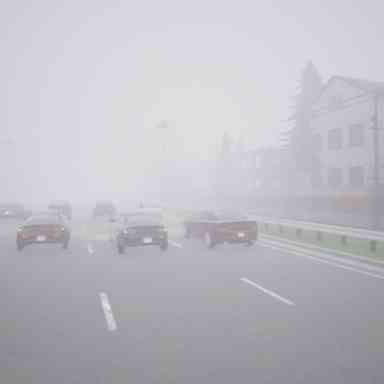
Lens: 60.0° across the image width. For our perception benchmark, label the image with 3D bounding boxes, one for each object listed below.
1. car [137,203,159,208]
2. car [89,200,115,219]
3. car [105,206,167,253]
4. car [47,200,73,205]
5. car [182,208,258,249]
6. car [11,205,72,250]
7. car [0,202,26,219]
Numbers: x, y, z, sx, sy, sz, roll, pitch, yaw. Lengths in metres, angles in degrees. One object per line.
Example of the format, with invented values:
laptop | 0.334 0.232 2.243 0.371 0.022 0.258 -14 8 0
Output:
car | -3.888 1.565 28.446 1.895 1.301 4.718 0 0 -19
car | -7.692 1.469 28.716 1.837 1.490 4.892 0 1 -19
car | -2.311 1.509 13.655 1.812 1.442 4.674 0 0 -20
car | -11.472 1.439 28.909 1.882 1.535 5.008 0 0 -19
car | 1.015 1.460 14.742 1.882 1.535 5.008 0 0 -19
car | -6.223 1.506 14.228 1.812 1.442 4.674 0 0 -19
car | -14.462 1.527 26.867 1.994 1.385 4.181 0 0 -19
